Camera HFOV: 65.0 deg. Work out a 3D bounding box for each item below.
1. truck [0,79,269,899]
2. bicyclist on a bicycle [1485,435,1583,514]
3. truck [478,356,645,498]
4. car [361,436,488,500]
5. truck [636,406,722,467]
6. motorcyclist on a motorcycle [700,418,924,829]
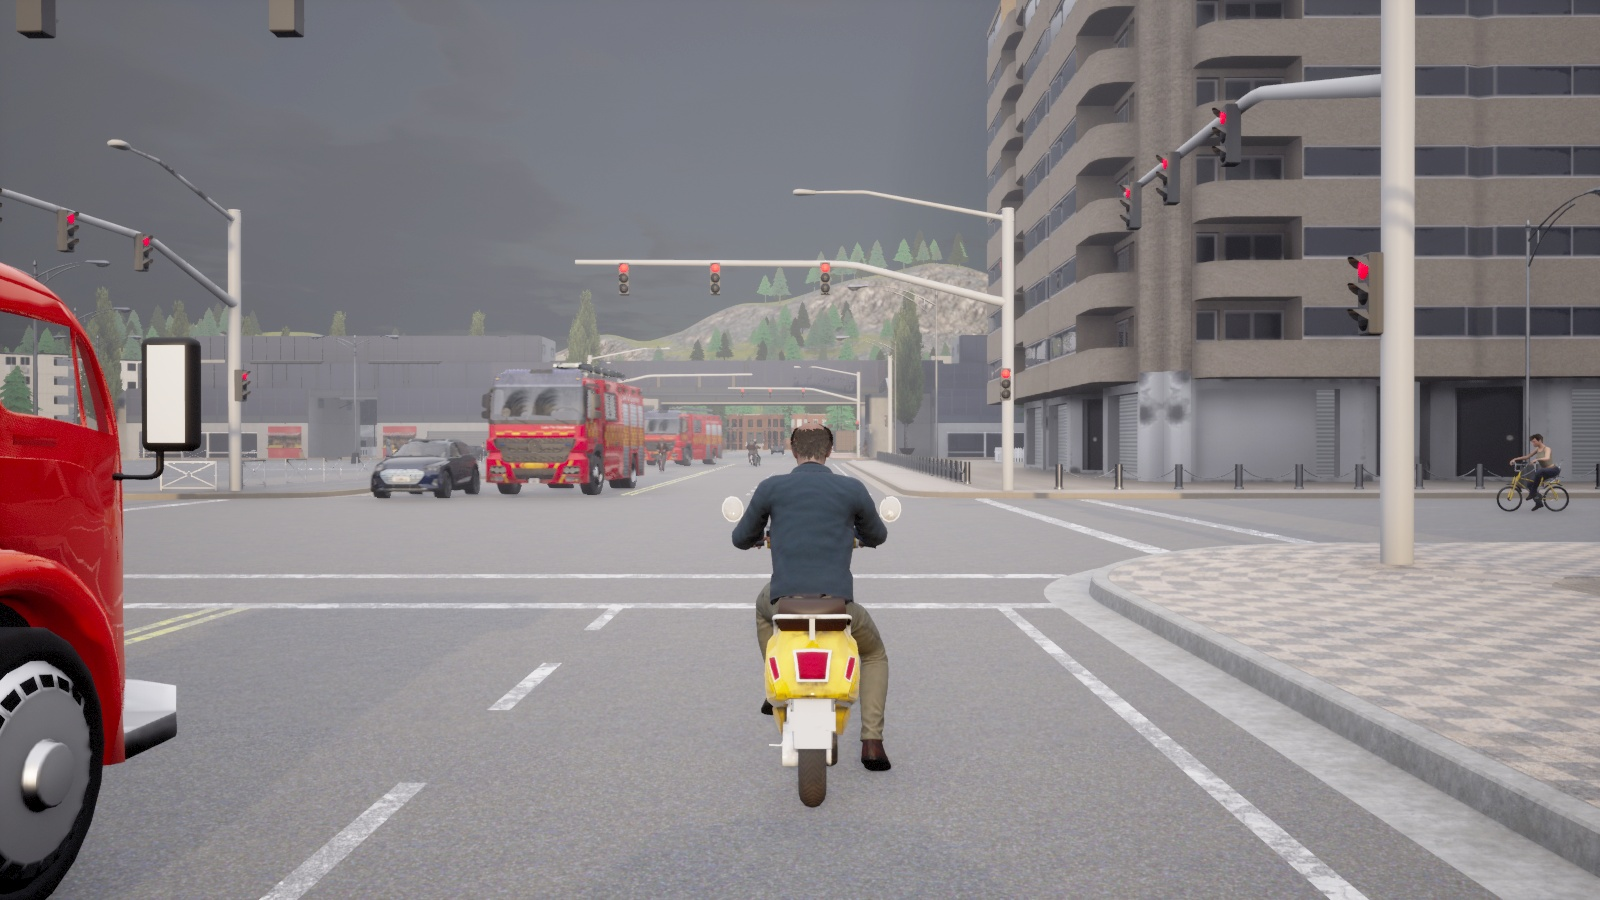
[{"bbox_3d":[-3.468,0.243,2.454,2.627,2.467,5.204,0,0,0],"label":"truck"},{"bbox_3d":[15.104,0.494,25.880,1.509,1.612,0.866,0,0,0],"label":"bicyclist on a bicycle"},{"bbox_3d":[-6.970,-0.640,38.124,2.891,3.827,8.468,0,0,4],"label":"truck"},{"bbox_3d":[-10.259,0.463,34.686,2.033,1.649,4.856,0,0,0],"label":"car"},{"bbox_3d":[-7.884,-0.893,83.045,2.891,3.827,8.468,0,0,15],"label":"truck"},{"bbox_3d":[0.053,0.667,5.772,0.866,1.590,1.817,0,0,0],"label":"motorcyclist on a motorcycle"}]
